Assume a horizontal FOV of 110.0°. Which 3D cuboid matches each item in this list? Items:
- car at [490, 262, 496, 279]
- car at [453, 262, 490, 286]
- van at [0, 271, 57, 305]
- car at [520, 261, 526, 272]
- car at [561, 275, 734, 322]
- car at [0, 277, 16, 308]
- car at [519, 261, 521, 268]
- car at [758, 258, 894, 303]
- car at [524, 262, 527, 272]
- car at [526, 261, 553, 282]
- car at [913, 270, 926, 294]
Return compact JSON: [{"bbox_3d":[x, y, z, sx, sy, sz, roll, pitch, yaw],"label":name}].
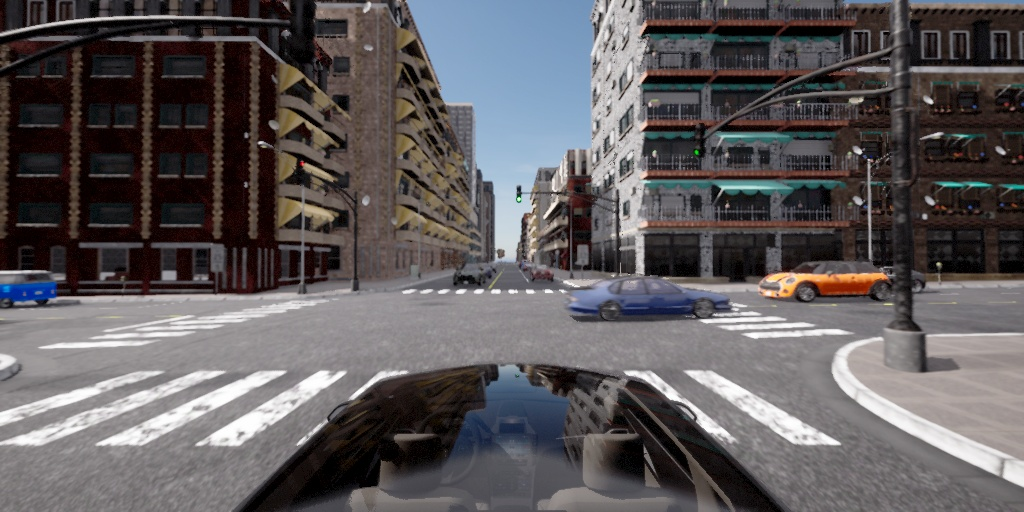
[{"bbox_3d":[-3.172,1.433,38.004,2.097,1.767,4.553,0,-1,0],"label":"car"},{"bbox_3d":[-3.222,1.341,27.960,2.097,1.767,4.553,0,-1,2],"label":"car"},{"bbox_3d":[-25.403,1.632,17.845,3.998,1.789,1.690,0,0,0],"label":"van"},{"bbox_3d":[2.584,1.821,54.684,1.802,1.307,4.207,0,0,0],"label":"car"},{"bbox_3d":[4.423,1.376,12.231,5.357,1.411,2.033,-1,-1,0],"label":"car"},{"bbox_3d":[-20.601,1.627,12.062,5.008,1.535,1.882,-1,-1,0],"label":"car"},{"bbox_3d":[2.573,1.874,60.218,1.802,1.307,4.207,0,0,0],"label":"car"},{"bbox_3d":[13.278,0.999,15.437,4.553,1.767,2.097,-1,-1,1],"label":"car"},{"bbox_3d":[2.616,1.635,38.082,2.007,1.370,4.403,0,0,0],"label":"car"},{"bbox_3d":[2.627,1.473,32.548,1.967,1.591,4.097,0,0,0],"label":"car"},{"bbox_3d":[18.234,1.169,18.143,4.313,1.339,1.948,0,0,0],"label":"car"}]
